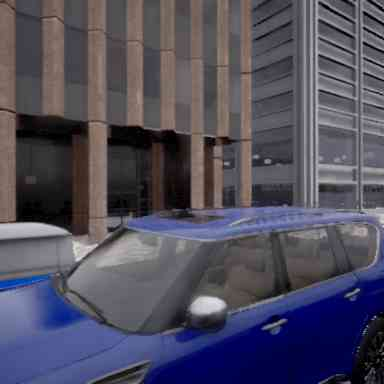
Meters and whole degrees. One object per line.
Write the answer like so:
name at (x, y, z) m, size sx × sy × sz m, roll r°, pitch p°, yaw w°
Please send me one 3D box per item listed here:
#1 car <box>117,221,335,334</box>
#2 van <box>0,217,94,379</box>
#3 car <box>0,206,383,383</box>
car at (0.970, 1.526, 7.343) m, size 4.829 × 1.417 × 1.752 m, roll 0°, pitch 0°, yaw -35°
van at (-3.481, 1.341, 4.169) m, size 3.998 × 1.788 × 1.690 m, roll 0°, pitch 0°, yaw -35°
car at (0.127, 1.222, 3.467) m, size 5.566 × 2.045 × 2.150 m, roll 0°, pitch 0°, yaw -35°
